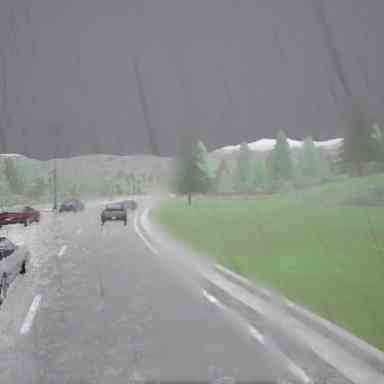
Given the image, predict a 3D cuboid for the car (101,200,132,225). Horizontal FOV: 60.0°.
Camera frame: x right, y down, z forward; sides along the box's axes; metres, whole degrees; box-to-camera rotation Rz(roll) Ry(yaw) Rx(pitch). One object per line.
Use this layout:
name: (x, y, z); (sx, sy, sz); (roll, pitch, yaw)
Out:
car: (-5.973, 1.623, 25.885); (2.128, 1.511, 4.902); (-1, 0, -11)

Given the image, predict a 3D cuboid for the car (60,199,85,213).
car: (-15.113, 1.677, 42.158); (2.097, 1.767, 4.553); (-1, 0, -4)

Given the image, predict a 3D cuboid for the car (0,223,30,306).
car: (-5.148, 1.711, 7.862); (1.895, 1.301, 4.718); (-1, 0, -18)

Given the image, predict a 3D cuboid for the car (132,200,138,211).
car: (-8.265, 1.727, 43.711); (2.033, 1.411, 5.357); (-1, 0, -3)

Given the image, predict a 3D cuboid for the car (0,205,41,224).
car: (-12.977, 1.757, 25.238); (1.882, 1.535, 5.008); (-1, 0, -10)
